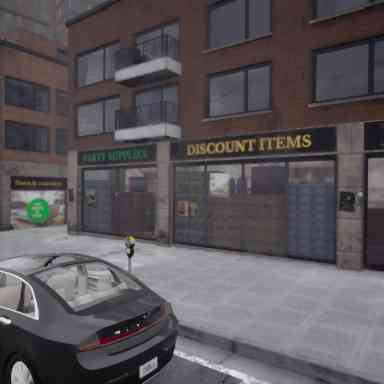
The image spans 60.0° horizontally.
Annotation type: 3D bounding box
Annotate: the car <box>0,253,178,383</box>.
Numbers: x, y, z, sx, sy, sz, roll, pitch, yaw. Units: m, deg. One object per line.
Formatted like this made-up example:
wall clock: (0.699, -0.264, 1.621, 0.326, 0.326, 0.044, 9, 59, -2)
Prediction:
car: (-2.215, 1.550, 4.664, 4.403, 1.369, 2.008, 0, 1, 36)
